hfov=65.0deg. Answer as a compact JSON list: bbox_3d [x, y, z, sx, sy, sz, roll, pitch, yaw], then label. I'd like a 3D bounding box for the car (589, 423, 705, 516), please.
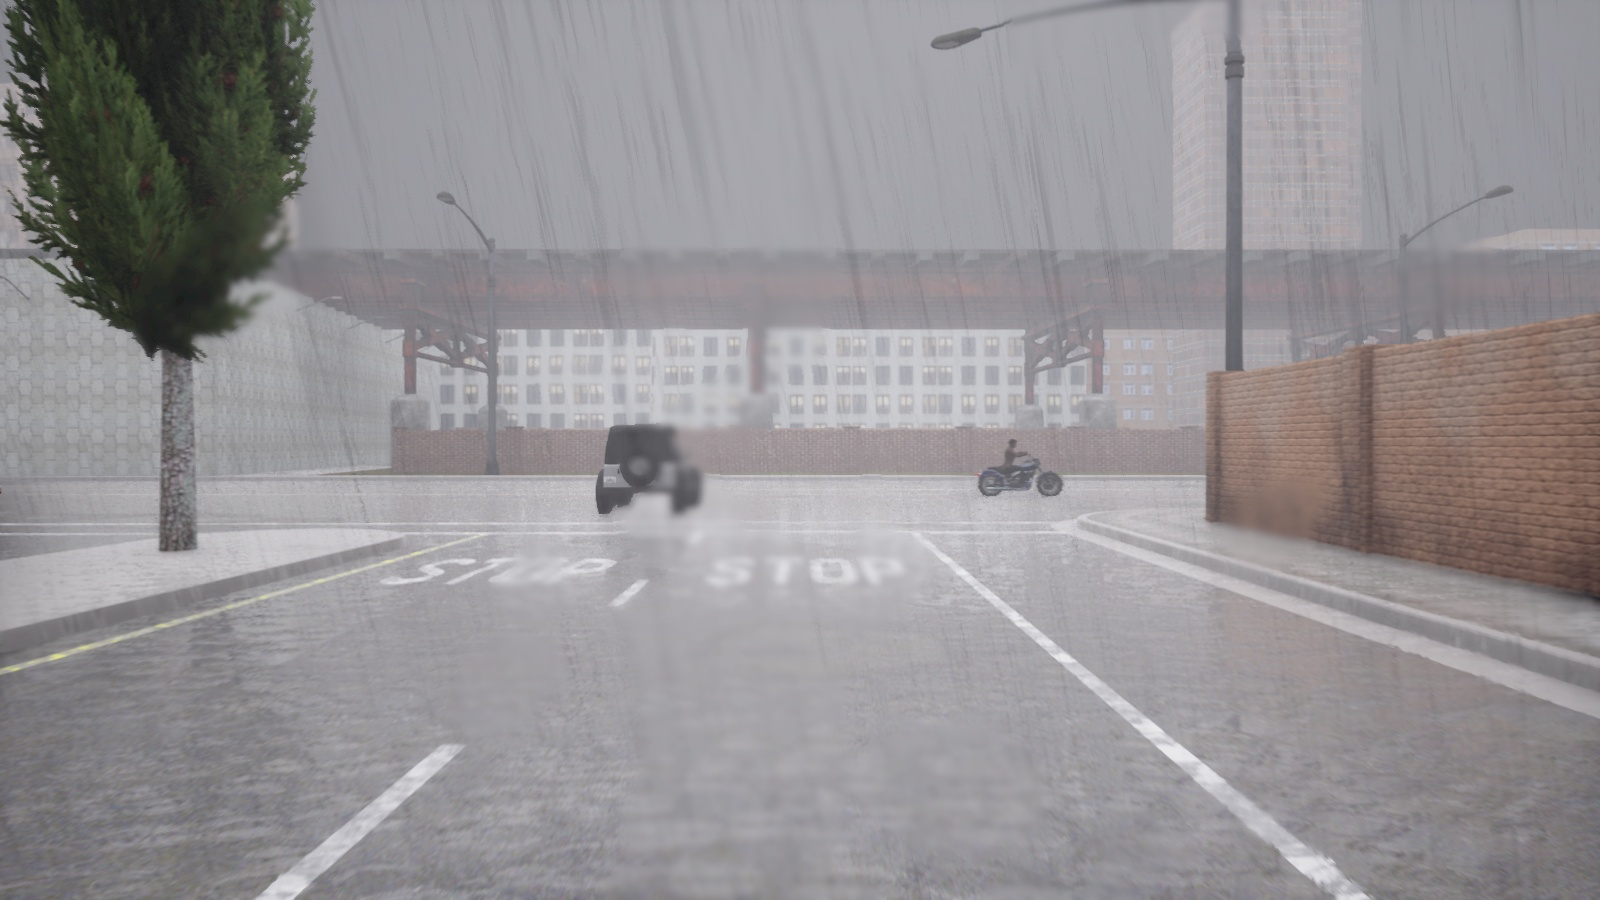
[{"bbox_3d":[-3.258,0.385,27.428,1.905,1.878,3.866,0,0,3],"label":"car"}]

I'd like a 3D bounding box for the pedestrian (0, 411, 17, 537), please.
[{"bbox_3d":[-12.857,0.371,19.633,0.873,1.952,0.659,0,0,-12],"label":"pedestrian"}]

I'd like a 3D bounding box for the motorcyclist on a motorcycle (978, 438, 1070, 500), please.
[{"bbox_3d":[6.101,0.509,34.285,2.350,1.649,0.766,0,1,-1],"label":"motorcyclist on a motorcycle"}]
